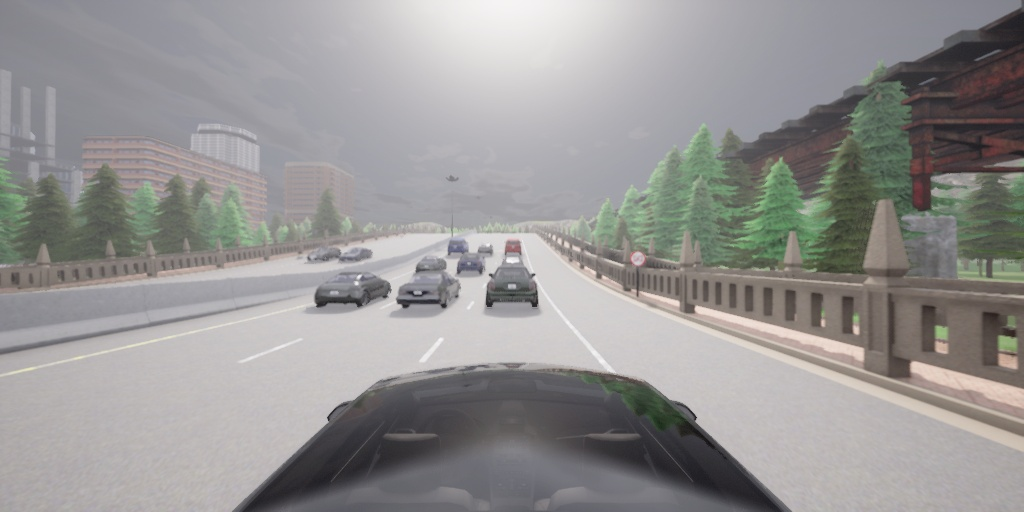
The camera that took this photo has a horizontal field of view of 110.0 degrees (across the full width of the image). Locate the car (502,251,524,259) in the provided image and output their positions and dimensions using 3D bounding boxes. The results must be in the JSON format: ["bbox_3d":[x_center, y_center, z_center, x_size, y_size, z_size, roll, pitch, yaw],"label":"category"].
[{"bbox_3d":[0.067,0.661,31.010,1.994,1.385,4.181,0,5,0],"label":"car"}]

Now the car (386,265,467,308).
[{"bbox_3d":[-3.496,1.369,15.818,2.033,1.411,5.357,0,1,0],"label":"car"}]

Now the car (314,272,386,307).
[{"bbox_3d":[-6.992,1.386,16.145,1.994,1.385,4.181,0,1,0],"label":"car"}]

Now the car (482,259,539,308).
[{"bbox_3d":[0.005,1.166,15.908,2.097,1.767,4.553,0,1,0],"label":"car"}]

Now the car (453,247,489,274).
[{"bbox_3d":[-3.436,0.466,30.823,2.097,1.767,4.553,0,4,0],"label":"car"}]

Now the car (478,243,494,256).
[{"bbox_3d":[-3.354,-0.957,45.832,2.128,1.511,4.902,0,7,0],"label":"car"}]

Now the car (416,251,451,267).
[{"bbox_3d":[-6.934,0.670,31.057,1.994,1.385,4.181,0,5,1],"label":"car"}]

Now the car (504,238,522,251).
[{"bbox_3d":[0.145,-1.240,45.815,2.150,2.045,5.566,0,7,0],"label":"car"}]

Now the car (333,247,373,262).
[{"bbox_3d":[-17.391,-0.234,40.268,2.033,1.411,5.357,0,6,1],"label":"car"}]

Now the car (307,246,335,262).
[{"bbox_3d":[-20.896,-0.254,40.032,2.128,1.511,4.902,0,6,1],"label":"car"}]

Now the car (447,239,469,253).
[{"bbox_3d":[-6.855,-1.231,45.856,2.150,2.045,5.566,0,7,0],"label":"car"}]
